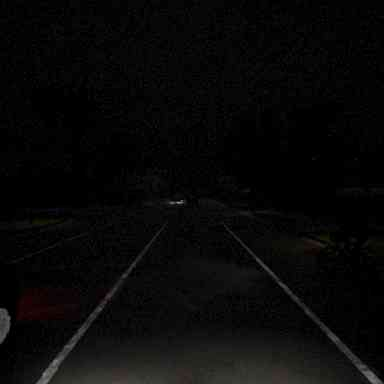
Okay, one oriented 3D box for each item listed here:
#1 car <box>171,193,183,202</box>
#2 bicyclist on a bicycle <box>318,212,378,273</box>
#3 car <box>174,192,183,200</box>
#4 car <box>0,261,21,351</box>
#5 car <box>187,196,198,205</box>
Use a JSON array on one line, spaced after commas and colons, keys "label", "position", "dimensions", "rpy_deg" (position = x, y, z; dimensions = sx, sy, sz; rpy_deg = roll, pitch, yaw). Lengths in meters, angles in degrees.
[{"label": "car", "position": [-3.545, 1.421, 73.306], "dimensions": [1.882, 1.535, 5.008], "rpy_deg": [0, 0, 0]}, {"label": "bicyclist on a bicycle", "position": [4.288, 1.391, 9.128], "dimensions": [1.656, 1.620, 0.582], "rpy_deg": [1, 0, 0]}, {"label": "car", "position": [-3.554, 1.155, 88.911], "dimensions": [2.150, 2.045, 5.566], "rpy_deg": [0, 0, 0]}, {"label": "car", "position": [-3.592, 1.504, 3.276], "dimensions": [1.837, 1.490, 4.892], "rpy_deg": [0, 0, 0]}, {"label": "car", "position": [0.064, 1.431, 59.250], "dimensions": [1.882, 1.535, 5.008], "rpy_deg": [0, 0, 0]}]
